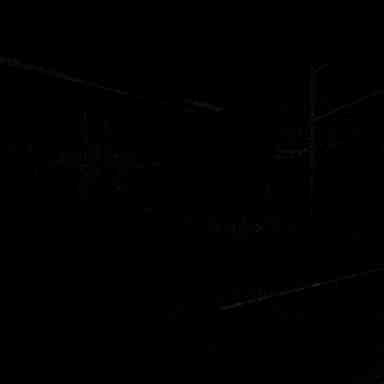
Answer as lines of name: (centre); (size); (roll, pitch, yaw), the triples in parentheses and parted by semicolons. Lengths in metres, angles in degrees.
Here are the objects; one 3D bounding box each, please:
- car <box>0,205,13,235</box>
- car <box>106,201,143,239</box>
car: (-11.453, 1.523, 18.621); (2.242, 1.667, 4.611); (1, 0, -36)
car: (-4.324, 1.448, 18.358); (1.905, 1.878, 3.866); (1, 0, -36)
